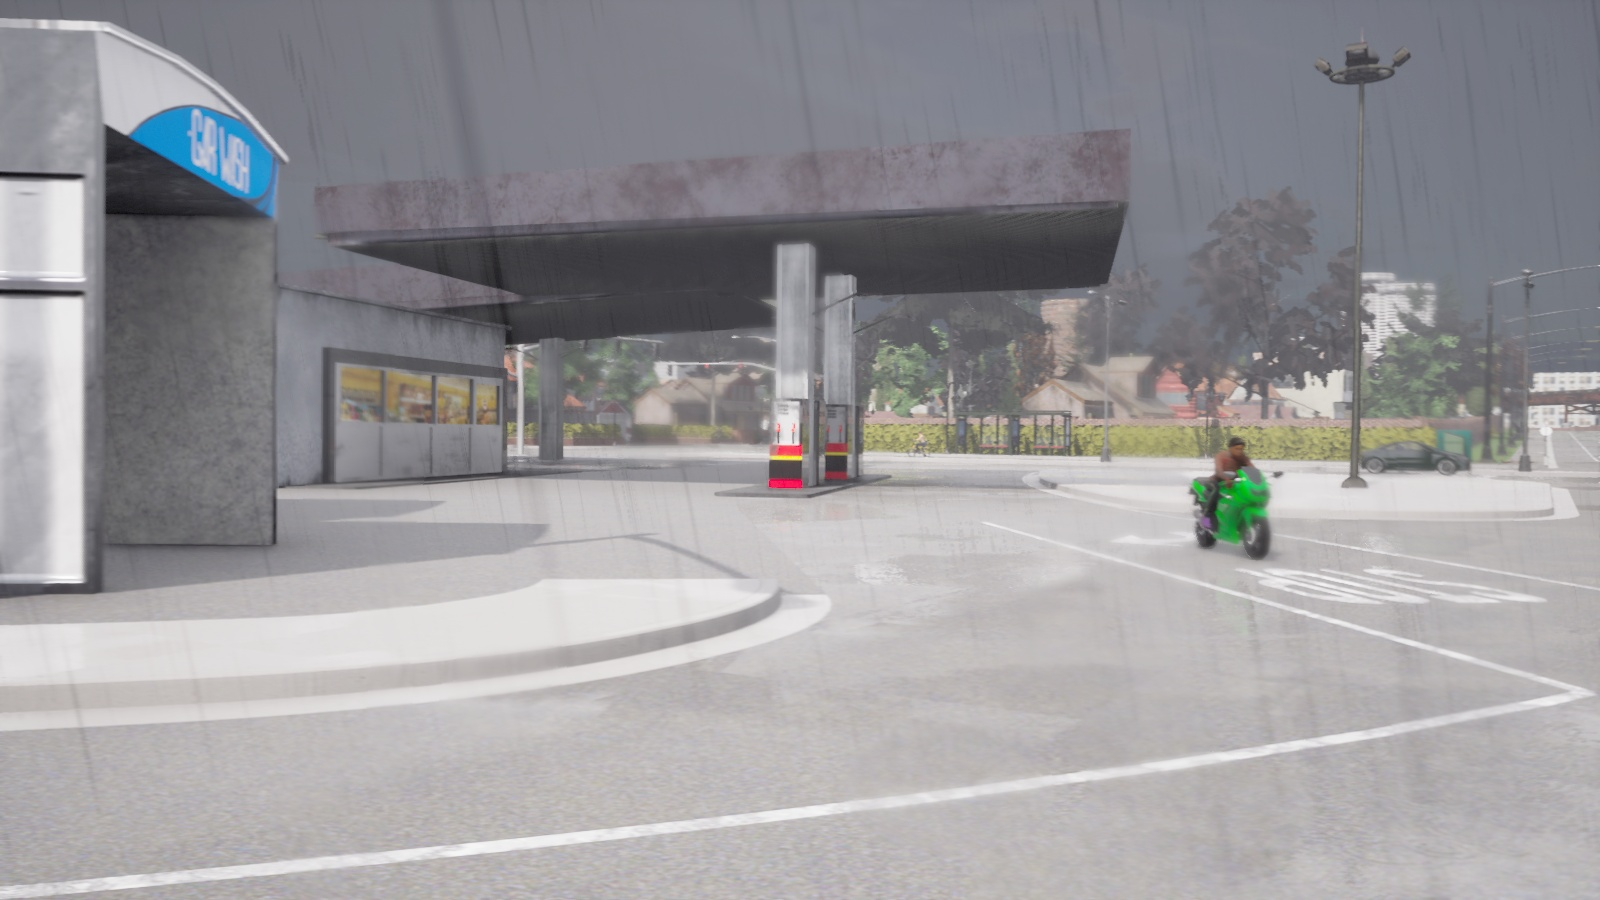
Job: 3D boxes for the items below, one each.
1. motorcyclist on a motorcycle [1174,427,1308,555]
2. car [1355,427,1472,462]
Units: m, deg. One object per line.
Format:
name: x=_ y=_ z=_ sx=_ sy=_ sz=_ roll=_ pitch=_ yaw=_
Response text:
motorcyclist on a motorcycle: x=5.601 y=0.473 z=16.097 sx=0.797 sy=1.523 sz=2.044 roll=-1 pitch=1 yaw=-7
car: x=25.392 y=-0.212 z=51.975 sx=4.181 sy=1.385 sz=1.994 roll=0 pitch=1 yaw=31
